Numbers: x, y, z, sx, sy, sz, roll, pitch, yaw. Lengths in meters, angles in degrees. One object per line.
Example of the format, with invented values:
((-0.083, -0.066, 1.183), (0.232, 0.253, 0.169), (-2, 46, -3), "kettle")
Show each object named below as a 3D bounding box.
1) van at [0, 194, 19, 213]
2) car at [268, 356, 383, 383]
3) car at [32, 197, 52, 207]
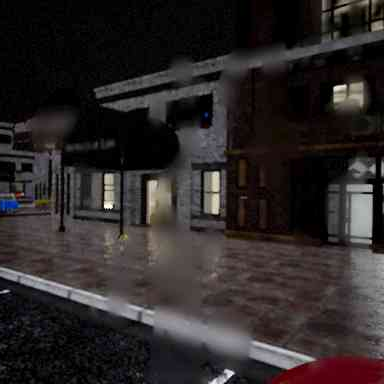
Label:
((-18.086, 1.112, 30.413), (1.690, 1.788, 3.998), (1, 0, 35), "van")
((2.323, 1.557, 1.215), (4.507, 1.381, 1.887), (1, 1, 35), "car")
((-18.709, 1.188, 44.142), (1.752, 1.417, 4.829), (1, 0, 35), "car")
